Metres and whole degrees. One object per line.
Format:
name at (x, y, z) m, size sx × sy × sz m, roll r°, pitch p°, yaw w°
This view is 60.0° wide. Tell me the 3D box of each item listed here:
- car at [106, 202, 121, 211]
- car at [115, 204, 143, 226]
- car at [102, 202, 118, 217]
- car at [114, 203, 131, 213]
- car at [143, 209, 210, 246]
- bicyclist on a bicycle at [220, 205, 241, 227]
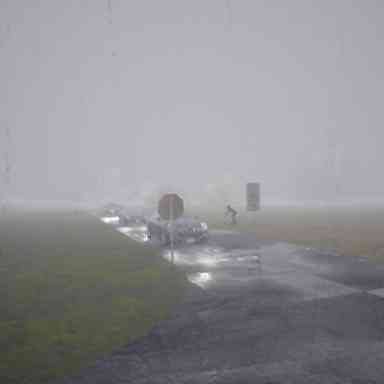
car at (-14.332, 2.606, 60.649) m, size 2.033 × 1.411 × 5.357 m, roll -1°, pitch -1°, yaw -21°
car at (-4.937, 1.979, 27.659) m, size 1.812 × 1.442 × 4.674 m, roll -1°, pitch -1°, yaw -20°
car at (-10.098, 2.207, 41.294) m, size 2.128 × 1.511 × 4.902 m, roll -1°, pitch -1°, yaw -20°
car at (-10.819, 2.468, 51.409) m, size 1.895 × 1.301 × 4.718 m, roll -1°, pitch -1°, yaw -21°
car at (-0.819, 1.597, 16.759) m, size 2.097 × 1.767 × 4.553 m, roll -1°, pitch -1°, yaw -21°
bicyclist on a bicycle at (2.792, 1.747, 24.105) m, size 1.656 × 1.620 × 0.582 m, roll -1°, pitch -1°, yaw -21°
